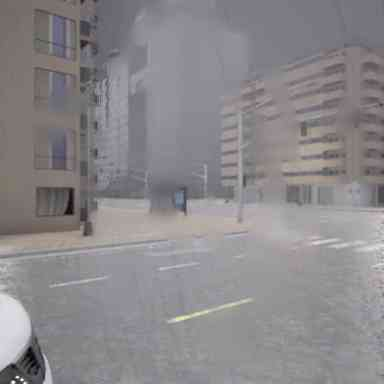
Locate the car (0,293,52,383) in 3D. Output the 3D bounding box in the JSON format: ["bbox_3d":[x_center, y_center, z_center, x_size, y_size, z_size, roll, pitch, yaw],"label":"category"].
[{"bbox_3d":[-3.583,1.224,1.397,5.566,2.045,2.150,0,0,-33],"label":"car"}]
